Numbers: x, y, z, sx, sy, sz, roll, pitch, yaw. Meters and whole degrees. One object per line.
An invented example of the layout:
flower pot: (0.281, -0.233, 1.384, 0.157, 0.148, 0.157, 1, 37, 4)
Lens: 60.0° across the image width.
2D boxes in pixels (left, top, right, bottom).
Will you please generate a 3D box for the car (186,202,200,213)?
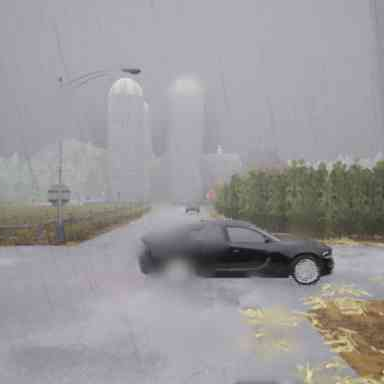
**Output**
car: (0.088, 1.976, 44.542, 2.033, 1.411, 5.357, 0, 0, 0)

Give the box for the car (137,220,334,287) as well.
car: (1.101, 1.492, 8.795, 5.008, 1.535, 1.882, 0, -1, 0)
